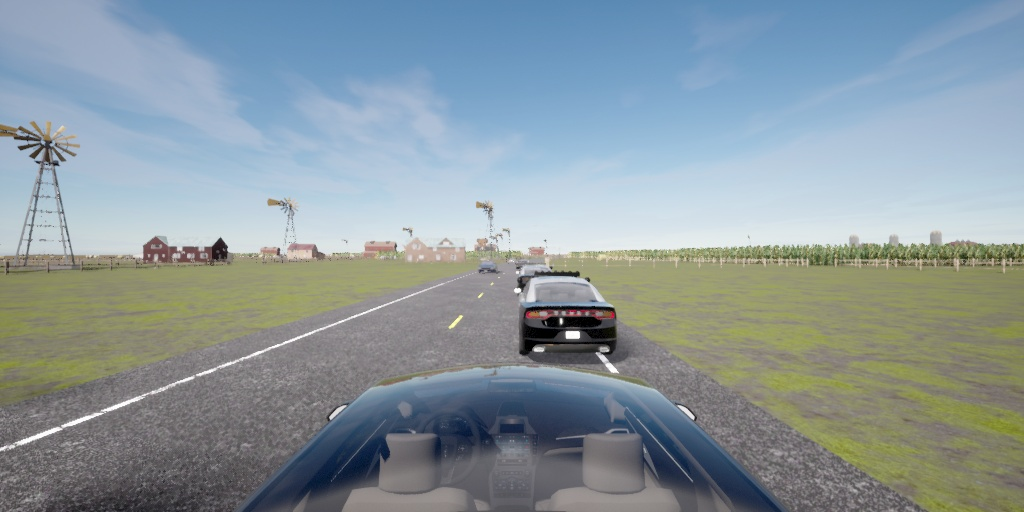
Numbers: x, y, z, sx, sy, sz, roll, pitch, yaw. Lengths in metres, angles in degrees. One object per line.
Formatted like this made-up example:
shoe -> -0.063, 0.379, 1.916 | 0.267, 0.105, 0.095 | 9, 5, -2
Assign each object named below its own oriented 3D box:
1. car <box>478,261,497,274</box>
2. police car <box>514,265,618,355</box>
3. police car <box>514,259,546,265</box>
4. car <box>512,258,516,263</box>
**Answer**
car -> -2.706, 1.275, 41.127 | 2.033, 1.411, 5.357 | 0, 0, 2
police car -> 1.086, 1.175, 8.850 | 1.930, 1.638, 5.238 | 0, 0, 1
police car -> 1.230, 1.171, 18.820 | 1.930, 1.638, 5.238 | 0, 0, 1
car -> 1.607, 1.202, 53.957 | 2.128, 1.511, 4.902 | 0, 0, 4
